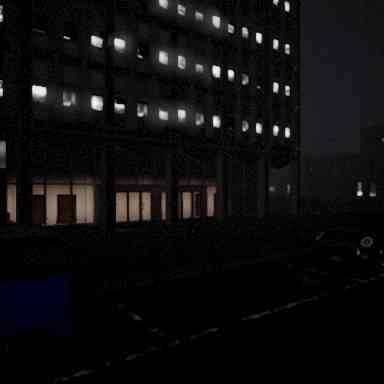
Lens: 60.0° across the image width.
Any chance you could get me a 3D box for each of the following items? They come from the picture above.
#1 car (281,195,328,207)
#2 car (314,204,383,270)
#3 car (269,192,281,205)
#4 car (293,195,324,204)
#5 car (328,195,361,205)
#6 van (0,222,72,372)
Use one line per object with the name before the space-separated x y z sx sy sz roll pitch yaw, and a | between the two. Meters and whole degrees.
car | 13.620 1.137 40.497 2.008 1.369 4.403 0 0 -35
car | 5.718 1.351 10.631 4.097 1.590 1.967 -1 1 -35
car | 10.475 0.877 45.054 2.192 1.841 5.009 0 0 -35
car | 17.373 1.119 49.814 1.802 1.307 4.206 0 0 -35
car | 20.422 1.086 45.396 1.752 1.417 4.829 0 0 -35
van | -3.551 1.347 4.021 3.998 1.788 1.690 -1 1 -35
